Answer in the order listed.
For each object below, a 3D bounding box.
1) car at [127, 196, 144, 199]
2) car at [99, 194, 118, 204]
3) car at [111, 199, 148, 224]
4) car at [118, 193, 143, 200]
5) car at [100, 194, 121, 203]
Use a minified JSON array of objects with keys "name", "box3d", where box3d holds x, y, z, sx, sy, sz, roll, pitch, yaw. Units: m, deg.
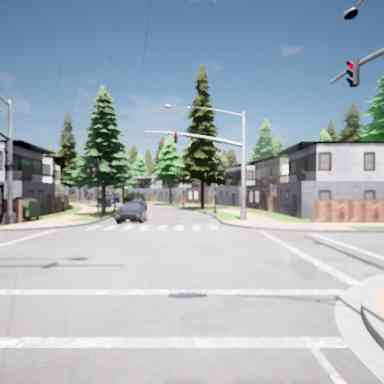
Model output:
[{"name":"car","box3d":[-6.538,1.541,40.378,1.994,1.385,4.181,0,0,-15]},{"name":"car","box3d":[-15.202,1.478,59.906,2.128,1.511,4.902,0,0,-34]},{"name":"car","box3d":[-4.382,1.521,24.743,2.033,1.411,5.357,0,0,-3]},{"name":"car","box3d":[-10.485,1.206,59.137,2.150,2.045,5.566,0,0,-36]},{"name":"car","box3d":[-16.614,1.229,67.471,2.097,1.767,4.553,0,0,-45]}]
